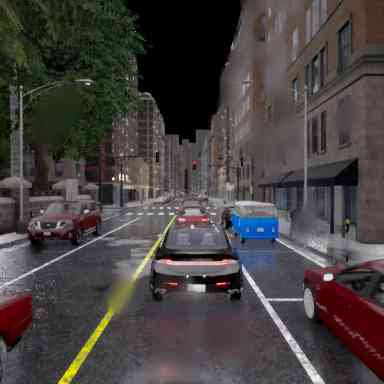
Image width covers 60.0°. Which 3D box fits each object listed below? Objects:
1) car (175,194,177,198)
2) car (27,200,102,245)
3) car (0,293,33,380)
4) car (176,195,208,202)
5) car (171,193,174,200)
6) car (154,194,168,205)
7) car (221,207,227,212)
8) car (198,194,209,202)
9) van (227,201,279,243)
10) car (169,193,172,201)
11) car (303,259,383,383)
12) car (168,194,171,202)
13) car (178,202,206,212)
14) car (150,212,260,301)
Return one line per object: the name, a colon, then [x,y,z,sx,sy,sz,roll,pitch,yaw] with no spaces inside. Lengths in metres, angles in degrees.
car: [-5.776,1.496,86.521,2.008,1.369,4.403,0,0,0]
car: [-5.689,1.310,15.578,2.192,1.841,5.009,0,0,0]
car: [-3.107,1.601,2.327,1.895,1.301,4.718,0,0,0]
car: [0.014,1.338,27.534,2.097,1.767,4.553,0,0,2]
car: [-5.763,1.491,75.619,1.887,1.381,4.507,0,0,0]
car: [-5.742,1.480,59.097,1.752,1.417,4.829,0,0,0]
car: [2.830,1.557,21.289,1.947,1.339,4.313,0,0,0]
car: [2.762,1.387,75.666,1.967,1.590,4.097,0,0,0]
van: [2.836,1.336,15.629,1.690,1.788,3.998,0,0,0]
car: [-5.756,1.493,70.169,1.887,1.381,4.507,0,0,0]
car: [2.850,1.544,4.308,1.887,1.381,4.507,0,0,0]
car: [-5.749,1.502,64.717,2.008,1.369,4.403,0,0,0]
car: [0.080,1.519,18.577,1.812,1.442,4.674,0,0,0]
car: [0.090,1.490,8.315,2.128,1.511,4.902,0,0,0]
